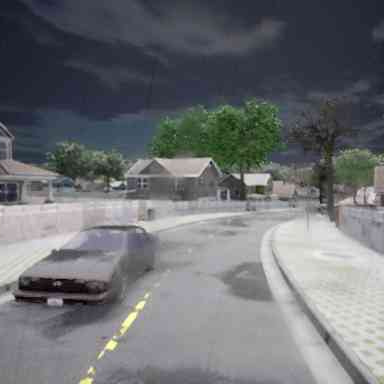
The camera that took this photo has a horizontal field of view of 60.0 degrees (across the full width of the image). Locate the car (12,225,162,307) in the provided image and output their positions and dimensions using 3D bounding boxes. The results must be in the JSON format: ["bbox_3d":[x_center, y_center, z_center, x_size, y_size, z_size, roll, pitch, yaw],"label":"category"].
[{"bbox_3d":[-2.106,1.581,8.537,2.033,1.411,5.357,1,0,7],"label":"car"}]

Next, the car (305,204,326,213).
[{"bbox_3d":[19.466,2.595,53.252,2.128,1.511,4.902,1,-1,30],"label":"car"}]
